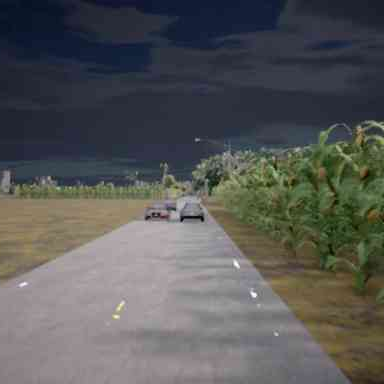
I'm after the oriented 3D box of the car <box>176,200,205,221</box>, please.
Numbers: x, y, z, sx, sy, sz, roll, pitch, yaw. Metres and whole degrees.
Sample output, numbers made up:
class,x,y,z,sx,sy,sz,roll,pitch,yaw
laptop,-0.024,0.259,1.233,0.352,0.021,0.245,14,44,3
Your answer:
class,x,y,z,sx,sy,sz,roll,pitch,yaw
car,0.026,1.605,27.287,1.994,1.385,4.181,0,0,1

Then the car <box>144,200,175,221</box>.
class,x,y,z,sx,sy,sz,roll,pitch,yaw
car,-2.761,1.606,27.694,1.994,1.385,4.181,0,0,0

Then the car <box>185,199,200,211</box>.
class,x,y,z,sx,sy,sz,roll,pitch,yaw
car,0.072,1.662,42.671,1.895,1.301,4.718,0,0,0

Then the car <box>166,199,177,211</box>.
class,x,y,z,sx,sy,sz,roll,pitch,yaw
car,-2.748,1.607,41.163,2.033,1.411,5.357,0,0,0
